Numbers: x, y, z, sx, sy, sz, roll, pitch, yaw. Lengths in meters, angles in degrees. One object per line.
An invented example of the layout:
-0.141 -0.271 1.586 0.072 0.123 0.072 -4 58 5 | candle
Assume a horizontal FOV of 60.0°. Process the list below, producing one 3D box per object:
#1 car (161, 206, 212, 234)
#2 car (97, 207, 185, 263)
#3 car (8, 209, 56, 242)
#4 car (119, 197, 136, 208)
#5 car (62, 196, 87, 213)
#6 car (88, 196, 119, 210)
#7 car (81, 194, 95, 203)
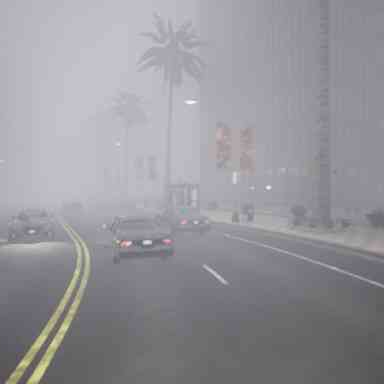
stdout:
-0.807 1.497 18.167 2.033 1.411 5.357 0 0 -23 | car
-2.142 1.523 12.091 2.033 1.411 5.357 0 0 -19 | car
-7.860 1.557 16.483 1.994 1.385 4.181 0 0 -24 | car
-8.438 1.402 41.854 2.231 1.521 4.892 0 0 -25 | car
-13.114 1.487 36.534 1.812 1.442 4.674 0 0 -25 | car
-10.469 1.487 39.149 2.033 1.411 5.357 0 0 -25 | car
-20.868 1.262 68.469 2.185 1.767 4.553 0 0 -25 | car
